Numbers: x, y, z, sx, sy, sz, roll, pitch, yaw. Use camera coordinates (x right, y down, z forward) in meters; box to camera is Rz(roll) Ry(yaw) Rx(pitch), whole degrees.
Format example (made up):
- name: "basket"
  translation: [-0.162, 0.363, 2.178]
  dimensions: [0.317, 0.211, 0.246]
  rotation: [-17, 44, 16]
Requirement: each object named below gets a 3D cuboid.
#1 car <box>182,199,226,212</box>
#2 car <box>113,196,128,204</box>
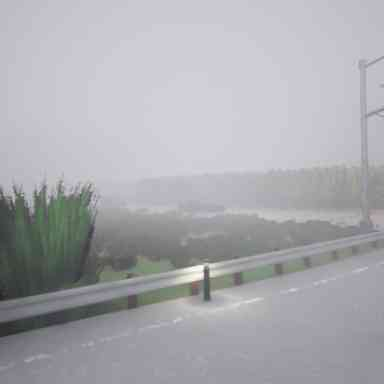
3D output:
- name: "car"
  translation: [0.923, 1.318, 30.513]
  dimensions: [1.895, 1.301, 4.718]
  rotation: [-3, 2, -41]
- name: "car"
  translation: [-10.177, 1.215, 43.167]
  dimensions: [1.837, 1.490, 4.892]
  rotation: [-3, 2, -42]
